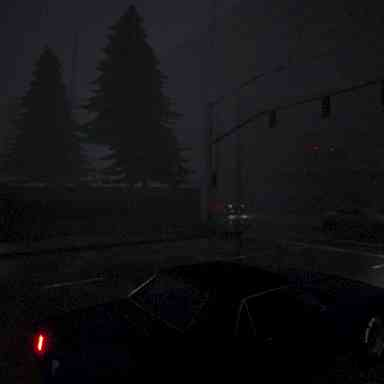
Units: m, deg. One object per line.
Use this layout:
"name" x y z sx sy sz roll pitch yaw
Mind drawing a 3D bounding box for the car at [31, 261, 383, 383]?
"car" 0.670 1.601 4.260 4.718 1.301 1.895 0 0 -35

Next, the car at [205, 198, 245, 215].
"car" 3.389 1.411 34.669 2.097 1.767 4.553 0 0 -35

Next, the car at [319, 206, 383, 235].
"car" 9.779 1.576 19.474 1.812 1.442 4.674 0 0 -35
